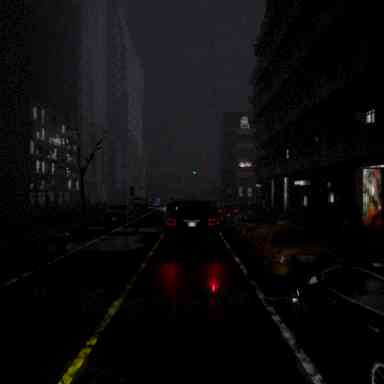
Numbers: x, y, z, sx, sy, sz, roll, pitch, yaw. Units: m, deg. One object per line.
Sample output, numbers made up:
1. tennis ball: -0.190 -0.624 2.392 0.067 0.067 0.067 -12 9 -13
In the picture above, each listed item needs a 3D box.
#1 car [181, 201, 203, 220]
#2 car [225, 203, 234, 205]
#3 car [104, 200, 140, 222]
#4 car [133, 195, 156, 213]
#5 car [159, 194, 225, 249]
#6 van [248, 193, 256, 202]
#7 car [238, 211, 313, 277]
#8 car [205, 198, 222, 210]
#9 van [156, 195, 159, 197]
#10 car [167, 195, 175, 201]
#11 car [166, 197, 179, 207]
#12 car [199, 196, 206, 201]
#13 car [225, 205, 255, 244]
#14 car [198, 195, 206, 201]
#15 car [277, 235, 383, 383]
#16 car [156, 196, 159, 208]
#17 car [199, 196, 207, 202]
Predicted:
1. car: 0.000 1.544 29.651 1.812 1.442 4.674 0 0 0
2. car: 2.686 1.552 26.471 1.887 1.381 4.507 0 0 0
3. car: -5.694 1.574 26.472 1.947 1.339 4.313 0 0 0
4. car: -5.696 1.330 37.517 2.192 1.841 5.009 0 0 0
5. car: 0.000 1.260 14.680 2.150 2.045 5.566 0 0 0
6. van: 13.708 1.162 68.509 3.998 1.788 1.690 -1 1 0
7. car: 2.687 1.524 10.072 1.752 1.417 4.829 0 0 0
8. car: 2.685 1.565 43.039 1.887 1.381 4.507 0 0 0
9. van: -5.696 1.367 48.563 1.690 1.788 3.998 0 0 0
10. car: -5.695 1.637 92.008 1.887 1.381 4.507 0 0 0
11. car: -3.000 1.592 52.652 1.837 1.490 4.892 0 0 0
12. car: 2.685 1.628 86.480 1.887 1.381 4.507 0 0 0
13. car: 2.686 1.527 15.595 1.752 1.417 4.829 0 0 0
14. car: 2.684 1.533 92.008 1.967 1.590 4.097 0 0 0
15. car: 2.687 1.563 4.380 1.947 1.339 4.313 0 0 0
16. car: -5.695 1.586 43.040 1.947 1.339 4.313 0 0 0
17. car: 2.685 1.618 80.953 1.887 1.381 4.507 0 0 0
